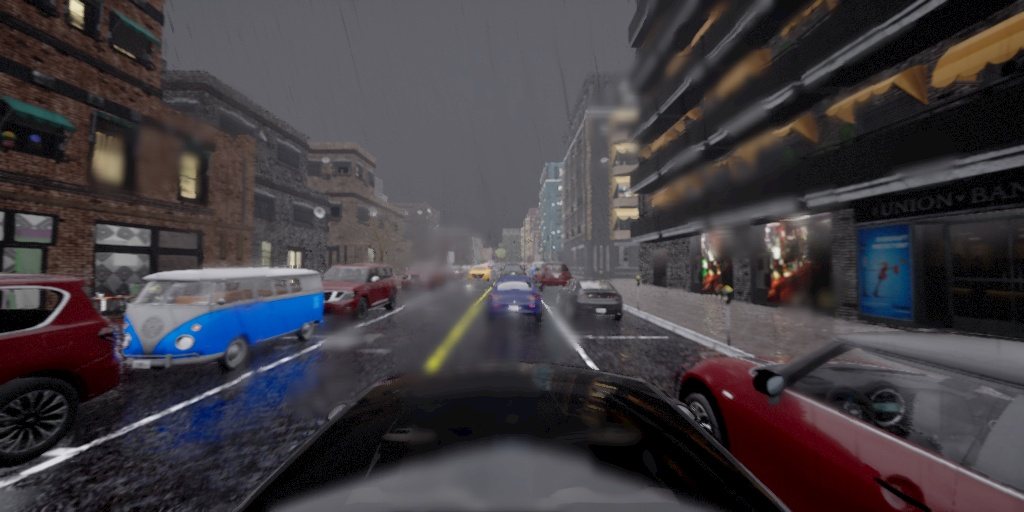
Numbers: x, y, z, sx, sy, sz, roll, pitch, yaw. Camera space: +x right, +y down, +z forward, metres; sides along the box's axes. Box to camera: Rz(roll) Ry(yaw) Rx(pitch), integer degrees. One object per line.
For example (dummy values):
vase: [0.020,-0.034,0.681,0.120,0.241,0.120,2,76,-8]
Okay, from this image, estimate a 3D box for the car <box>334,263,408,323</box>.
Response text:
car: [-5.686,1.199,13.002,2.192,1.841,5.009,0,0,0]

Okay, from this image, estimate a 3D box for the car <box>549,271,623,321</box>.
car: [2.695,1.434,12.993,2.007,1.370,4.403,0,0,0]

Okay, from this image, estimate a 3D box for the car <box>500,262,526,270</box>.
car: [0.099,1.435,29.930,2.097,1.767,4.553,0,-1,0]

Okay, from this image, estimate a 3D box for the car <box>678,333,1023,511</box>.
car: [2.692,1.195,2.180,1.967,1.591,4.097,0,0,0]

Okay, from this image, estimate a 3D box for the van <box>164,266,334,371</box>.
van: [-5.688,1.161,7.595,1.690,1.789,3.998,0,0,0]

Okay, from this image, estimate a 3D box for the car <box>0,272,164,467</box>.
car: [-5.689,1.071,2.188,2.192,1.841,5.009,0,0,0]

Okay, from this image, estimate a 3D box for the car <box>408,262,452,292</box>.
car: [-5.684,1.326,23.816,2.192,1.841,5.009,0,0,0]

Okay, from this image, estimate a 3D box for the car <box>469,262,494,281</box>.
car: [-3.087,1.622,35.111,1.882,1.535,5.008,0,-1,0]

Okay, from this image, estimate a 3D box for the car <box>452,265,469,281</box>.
car: [-5.681,1.579,34.630,1.967,1.591,4.097,0,0,0]

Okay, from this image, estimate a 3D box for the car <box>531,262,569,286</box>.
car: [2.697,1.326,23.806,2.192,1.841,5.009,0,0,0]

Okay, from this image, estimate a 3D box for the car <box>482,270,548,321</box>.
car: [0.091,1.409,12.943,1.812,1.442,4.674,0,0,0]
